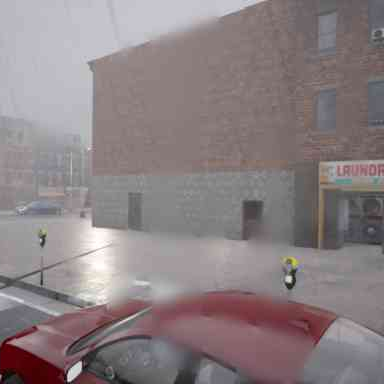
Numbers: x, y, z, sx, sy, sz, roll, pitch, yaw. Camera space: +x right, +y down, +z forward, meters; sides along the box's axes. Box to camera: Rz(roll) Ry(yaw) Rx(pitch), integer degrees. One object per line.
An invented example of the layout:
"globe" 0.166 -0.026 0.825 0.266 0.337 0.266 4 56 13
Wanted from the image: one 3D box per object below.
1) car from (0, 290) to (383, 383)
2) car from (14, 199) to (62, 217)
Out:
"car" 0.137 1.544 2.700 4.507 1.381 1.887 0 1 36
"car" -16.036 1.657 34.786 2.097 1.767 4.553 1 0 36
